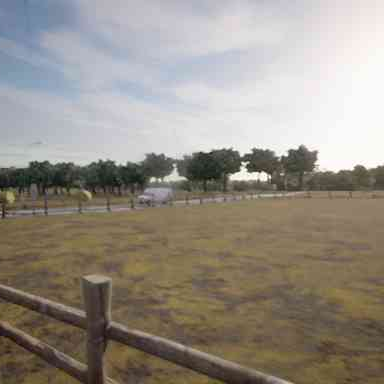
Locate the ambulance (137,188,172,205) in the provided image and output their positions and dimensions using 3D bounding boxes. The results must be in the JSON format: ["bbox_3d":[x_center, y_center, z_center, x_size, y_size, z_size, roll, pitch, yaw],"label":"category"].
[{"bbox_3d":[-5.810,0.696,52.072,2.351,2.431,6.366,2,2,35],"label":"ambulance"}]
